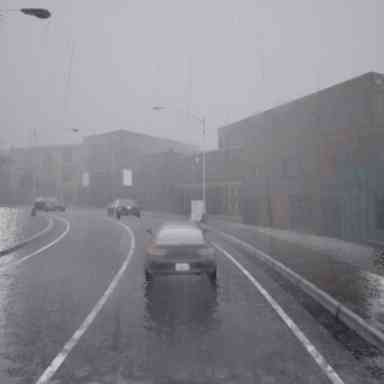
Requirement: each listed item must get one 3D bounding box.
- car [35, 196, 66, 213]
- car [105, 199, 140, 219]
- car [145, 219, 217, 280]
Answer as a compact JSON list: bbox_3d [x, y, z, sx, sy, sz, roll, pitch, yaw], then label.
[{"bbox_3d":[-15.630,1.307,36.427,4.553,1.767,2.097,0,0,45],"label":"car"},{"bbox_3d":[-6.334,1.386,30.069,2.097,1.767,4.553,1,0,-28],"label":"car"},{"bbox_3d":[-0.389,1.540,9.906,1.812,1.442,4.674,0,0,-4],"label":"car"}]
